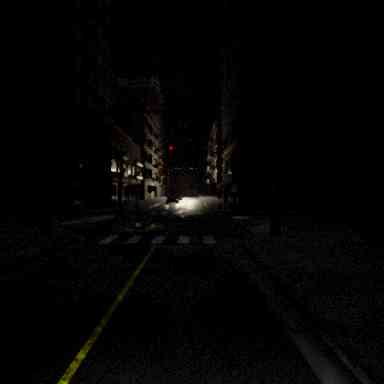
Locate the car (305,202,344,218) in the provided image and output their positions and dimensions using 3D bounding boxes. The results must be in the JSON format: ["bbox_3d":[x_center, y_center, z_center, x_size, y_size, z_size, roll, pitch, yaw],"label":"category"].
[{"bbox_3d":[11.650,1.522,27.914,4.206,1.307,1.802,1,0,0],"label":"car"}]

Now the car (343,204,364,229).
[{"bbox_3d":[11.618,1.590,19.389,4.403,1.369,2.008,1,0,0],"label":"car"}]

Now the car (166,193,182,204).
[{"bbox_3d":[-3.069,1.116,53.327,1.882,1.535,5.008,0,0,0],"label":"car"}]
